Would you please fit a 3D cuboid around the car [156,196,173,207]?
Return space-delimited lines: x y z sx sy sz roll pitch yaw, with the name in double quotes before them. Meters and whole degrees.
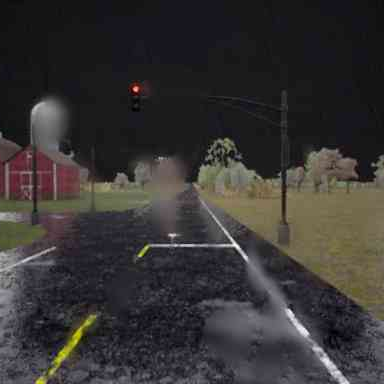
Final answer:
"car" -3.470 1.172 43.230 1.994 1.385 4.181 0 1 1
